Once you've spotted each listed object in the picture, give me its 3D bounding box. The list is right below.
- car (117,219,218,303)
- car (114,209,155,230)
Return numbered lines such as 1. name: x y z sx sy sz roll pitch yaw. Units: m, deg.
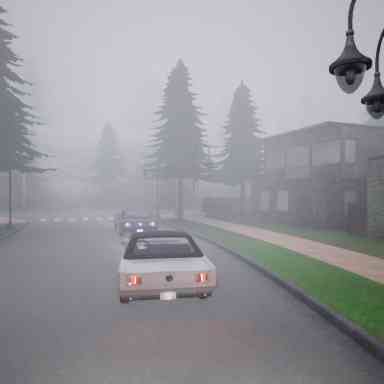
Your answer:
1. car: -0.809 1.601 8.239 1.895 1.301 4.718 0 0 -10
2. car: -3.203 1.601 18.288 1.895 1.301 4.718 0 0 -18
